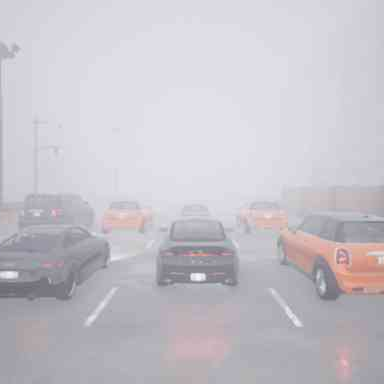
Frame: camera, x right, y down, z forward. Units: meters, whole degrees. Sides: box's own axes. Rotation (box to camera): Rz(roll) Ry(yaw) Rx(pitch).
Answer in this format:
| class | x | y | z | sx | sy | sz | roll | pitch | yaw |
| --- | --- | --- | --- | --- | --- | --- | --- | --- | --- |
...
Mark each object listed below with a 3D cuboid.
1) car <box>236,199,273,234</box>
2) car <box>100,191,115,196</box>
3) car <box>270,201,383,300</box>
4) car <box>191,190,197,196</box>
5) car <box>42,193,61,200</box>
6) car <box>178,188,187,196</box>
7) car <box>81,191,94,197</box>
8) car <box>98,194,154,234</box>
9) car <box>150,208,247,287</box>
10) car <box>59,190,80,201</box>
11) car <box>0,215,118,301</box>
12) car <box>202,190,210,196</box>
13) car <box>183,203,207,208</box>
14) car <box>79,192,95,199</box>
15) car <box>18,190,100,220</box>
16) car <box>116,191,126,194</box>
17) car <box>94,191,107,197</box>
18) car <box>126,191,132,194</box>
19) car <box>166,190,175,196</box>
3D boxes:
| class | x | y | z | sx | sy | sz | roll | pitch | yaw |
| --- | --- | --- | --- | --- | --- | --- | --- | --- | --- |
| car | 3.649 | 1.177 | 18.069 | 2.097 | 1.767 | 4.553 | 0 | 1 | 0 |
| car | -17.271 | 0.830 | 65.890 | 1.837 | 1.490 | 4.892 | 0 | 1 | 0 |
| car | 3.622 | 1.271 | 8.316 | 2.097 | 1.767 | 4.553 | 0 | 1 | 0 |
| car | 0.546 | 0.262 | 94.410 | 1.882 | 1.535 | 5.008 | 0 | 1 | 1 |
| car | -27.771 | 0.936 | 65.949 | 1.895 | 1.301 | 4.718 | 0 | 1 | 0 |
| car | -2.953 | 0.284 | 94.452 | 1.837 | 1.490 | 4.892 | 0 | 1 | 1 |
| car | -27.532 | 0.549 | 87.615 | 1.895 | 1.301 | 4.718 | 0 | 1 | 1 |
| car | -3.351 | 1.177 | 18.133 | 2.097 | 1.767 | 4.553 | 0 | 1 | 0 |
| car | 0.125 | 1.417 | 9.057 | 1.837 | 1.490 | 4.892 | 0 | 1 | 0 |
| car | -24.268 | 0.562 | 66.178 | 2.150 | 2.045 | 5.566 | 0 | 1 | 0 |
| car | -3.378 | 1.484 | 8.166 | 1.994 | 1.385 | 4.181 | 0 | 1 | 0 |
| car | 4.051 | 0.331 | 94.785 | 1.994 | 1.385 | 4.181 | 0 | 1 | 1 |
| car | 0.159 | 1.360 | 19.433 | 2.033 | 1.411 | 5.357 | 0 | 1 | 0 |
| car | -24.154 | 0.696 | 76.633 | 2.128 | 1.511 | 4.902 | 0 | 1 | 1 |
| car | -6.854 | 1.054 | 17.407 | 2.150 | 2.045 | 5.566 | 0 | 1 | 0 |
| car | -17.158 | 0.654 | 76.264 | 1.882 | 1.535 | 5.008 | 0 | 1 | 1 |
| car | -24.033 | 0.482 | 87.422 | 2.128 | 1.511 | 4.902 | 0 | 1 | 1 |
| car | -17.032 | 0.478 | 87.529 | 1.812 | 1.442 | 4.674 | 0 | 1 | 1 |
| car | -6.453 | 0.284 | 94.489 | 1.837 | 1.490 | 4.892 | 0 | 1 | 1 |
